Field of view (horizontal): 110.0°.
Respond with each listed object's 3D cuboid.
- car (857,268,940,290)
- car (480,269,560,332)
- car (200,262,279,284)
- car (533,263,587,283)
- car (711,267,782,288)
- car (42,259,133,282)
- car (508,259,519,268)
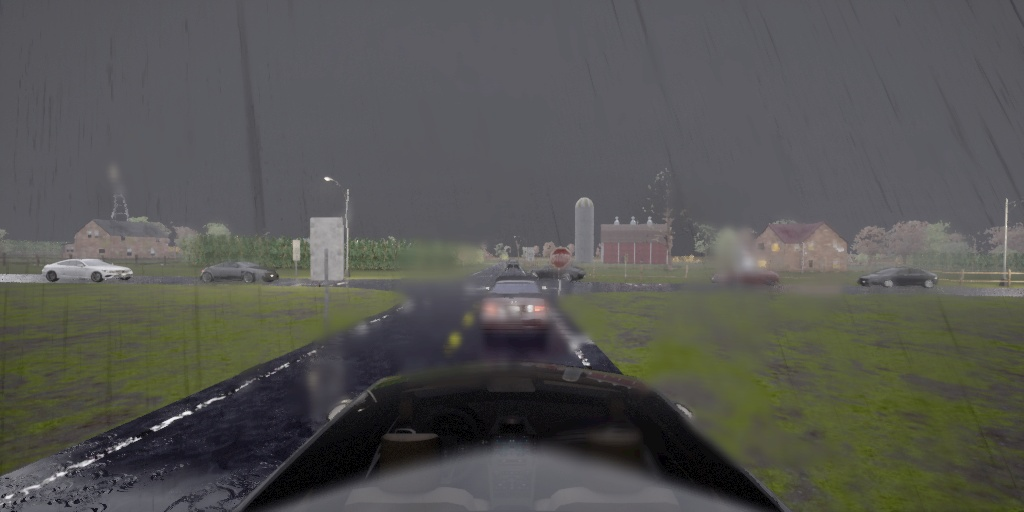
[{"bbox_3d":[28.571,1.658,26.598,4.892,1.490,1.837,0,1,0],"label":"car"},{"bbox_3d":[0.147,1.298,10.851,2.033,1.411,5.357,0,0,1],"label":"car"},{"bbox_3d":[-17.792,1.096,23.569,4.181,1.385,1.994,1,1,0],"label":"car"},{"bbox_3d":[3.541,1.287,28.842,4.892,1.490,1.837,1,2,31],"label":"car"},{"bbox_3d":[17.327,1.529,26.586,4.674,1.442,1.812,1,1,0],"label":"car"},{"bbox_3d":[-27.837,0.909,23.557,4.674,1.442,1.812,1,1,0],"label":"car"},{"bbox_3d":[0.206,1.303,60.093,1.837,1.490,4.892,0,0,0],"label":"car"}]
